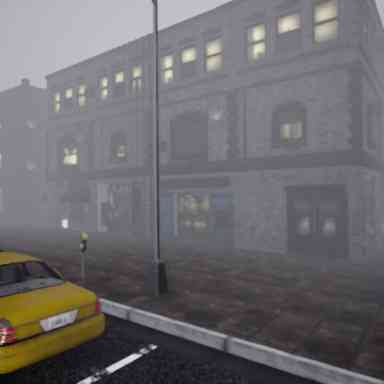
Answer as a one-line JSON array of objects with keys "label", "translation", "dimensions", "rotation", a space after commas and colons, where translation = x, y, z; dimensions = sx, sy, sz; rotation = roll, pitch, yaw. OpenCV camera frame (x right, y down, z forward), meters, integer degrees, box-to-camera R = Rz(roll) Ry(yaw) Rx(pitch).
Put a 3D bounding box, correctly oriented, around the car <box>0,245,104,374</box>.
[{"label": "car", "translation": [-3.486, 1.548, 5.449], "dimensions": [4.829, 1.417, 1.752], "rotation": [0, -1, 36]}]
